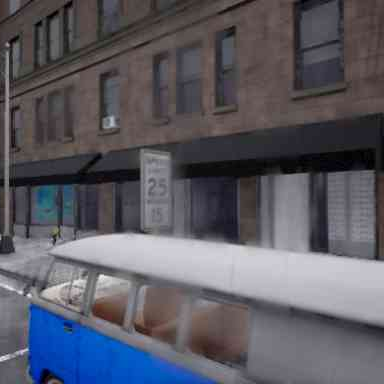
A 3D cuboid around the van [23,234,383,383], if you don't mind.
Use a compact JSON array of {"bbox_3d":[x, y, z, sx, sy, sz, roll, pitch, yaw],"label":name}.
[{"bbox_3d":[0.112,1.367,2.917,3.998,1.788,1.690,0,-1,38],"label":"van"}]
